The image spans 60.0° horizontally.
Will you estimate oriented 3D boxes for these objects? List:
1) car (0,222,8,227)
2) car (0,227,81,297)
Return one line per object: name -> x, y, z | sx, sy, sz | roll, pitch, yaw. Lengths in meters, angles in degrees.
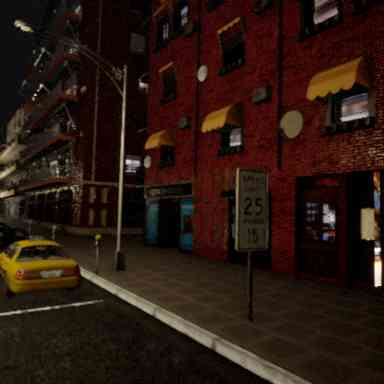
car -> -7.868, 2.165, 14.171 | 1.947, 1.339, 4.313 | 5, -4, -35
car -> -4.652, 1.964, 9.718 | 1.752, 1.417, 4.829 | 5, -4, -35
